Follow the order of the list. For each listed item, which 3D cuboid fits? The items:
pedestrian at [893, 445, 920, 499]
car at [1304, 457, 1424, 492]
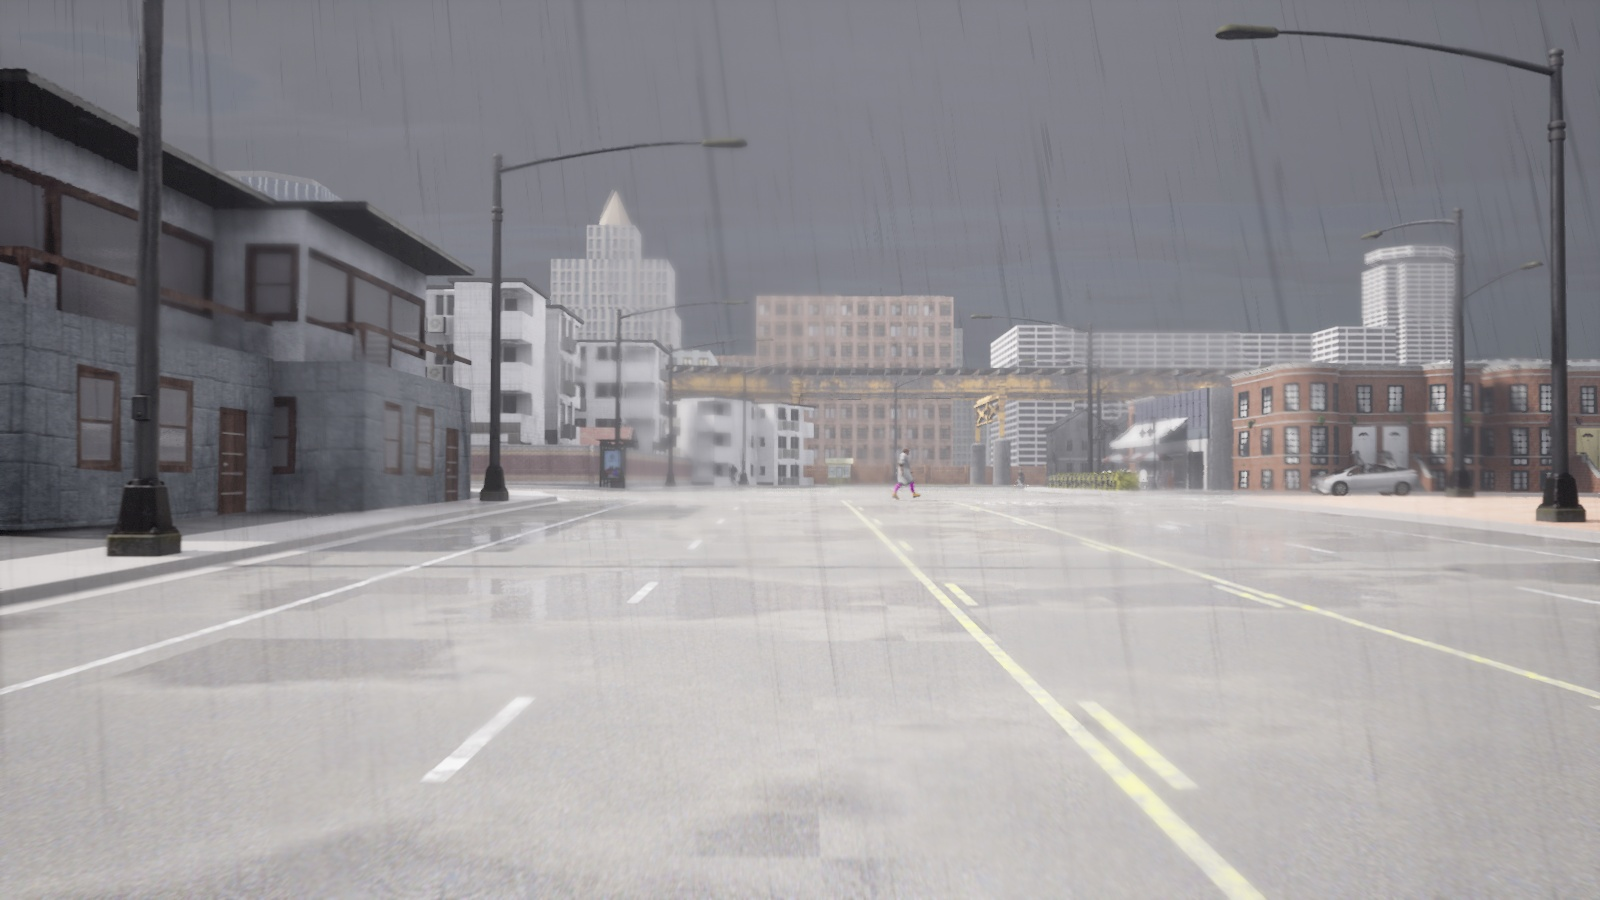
[{"bbox_3d":[3.871,0.798,45.648,0.873,1.952,0.659,0,-1,-4],"label":"pedestrian"},{"bbox_3d":[25.615,1.135,57.114,4.514,1.525,2.007,0,-1,1],"label":"car"}]
